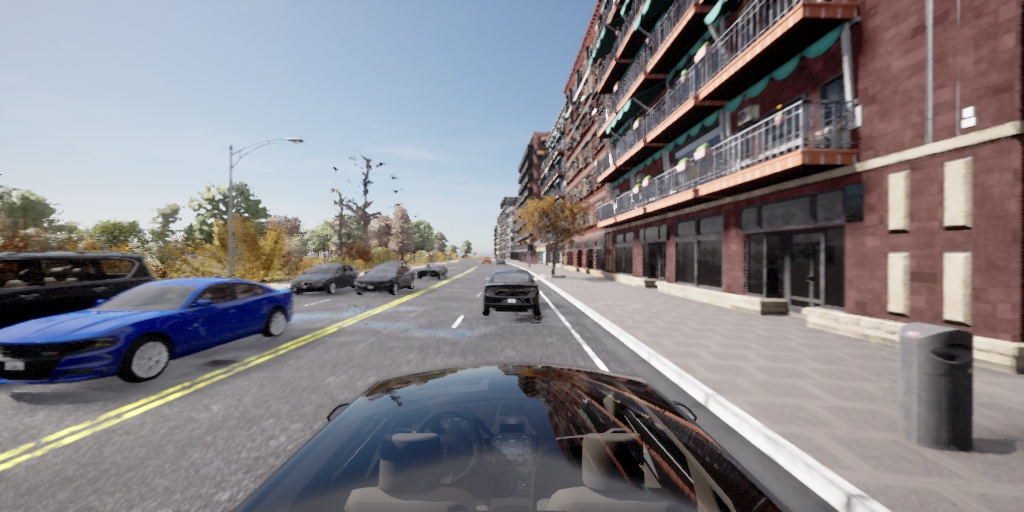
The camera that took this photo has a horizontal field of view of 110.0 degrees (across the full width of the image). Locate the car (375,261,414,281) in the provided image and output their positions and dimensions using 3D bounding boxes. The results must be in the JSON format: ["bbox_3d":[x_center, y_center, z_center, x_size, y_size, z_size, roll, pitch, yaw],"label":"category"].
[{"bbox_3d":[-9.999,1.215,30.897,1.837,1.490,4.892,0,0,-1],"label":"car"}]

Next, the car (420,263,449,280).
[{"bbox_3d":[-6.749,1.313,30.938,1.895,1.301,4.718,0,0,-1],"label":"car"}]

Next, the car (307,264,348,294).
[{"bbox_3d":[-9.916,1.201,19.516,1.837,1.490,4.892,0,1,-1],"label":"car"}]

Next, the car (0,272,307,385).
[{"bbox_3d":[-6.609,1.196,7.263,1.882,1.535,5.008,0,0,0],"label":"car"}]

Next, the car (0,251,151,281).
[{"bbox_3d":[-9.857,0.926,6.659,2.150,2.045,5.566,0,0,0],"label":"car"}]

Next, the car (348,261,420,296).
[{"bbox_3d":[-6.664,1.191,19.313,1.882,1.535,5.008,0,0,-1],"label":"car"}]

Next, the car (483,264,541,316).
[{"bbox_3d":[-0.020,1.225,13.447,1.882,1.535,5.008,0,0,0],"label":"car"}]
